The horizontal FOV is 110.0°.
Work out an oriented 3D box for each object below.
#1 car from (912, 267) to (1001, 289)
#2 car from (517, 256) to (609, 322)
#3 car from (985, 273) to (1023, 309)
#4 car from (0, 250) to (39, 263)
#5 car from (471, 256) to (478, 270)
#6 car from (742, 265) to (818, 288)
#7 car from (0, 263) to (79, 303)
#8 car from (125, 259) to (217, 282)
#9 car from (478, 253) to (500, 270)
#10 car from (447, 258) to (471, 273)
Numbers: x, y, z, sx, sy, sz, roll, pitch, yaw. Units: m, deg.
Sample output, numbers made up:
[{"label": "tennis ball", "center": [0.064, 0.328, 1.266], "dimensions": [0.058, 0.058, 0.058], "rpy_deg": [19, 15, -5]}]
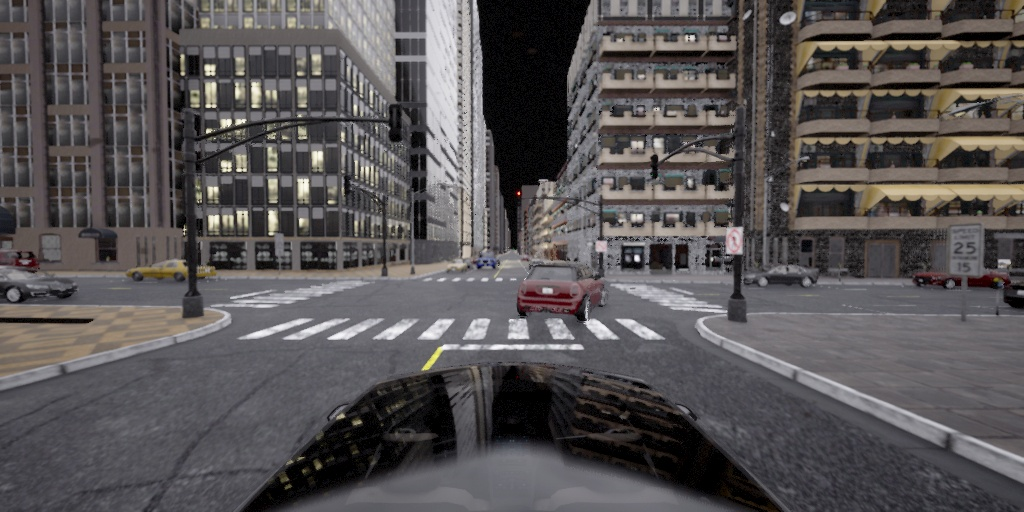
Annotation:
[{"label": "car", "center": [27.415, 1.283, 22.047], "dimensions": [4.507, 1.381, 1.888], "rpy_deg": [0, 0, 1]}, {"label": "car", "center": [1.875, 1.006, 12.256], "dimensions": [2.097, 1.767, 4.553], "rpy_deg": [1, 1, 23]}, {"label": "car", "center": [21.740, 1.469, 13.759], "dimensions": [4.313, 1.339, 1.948], "rpy_deg": [0, 0, 1]}, {"label": "car", "center": [-33.571, 0.530, 23.027], "dimensions": [5.009, 1.841, 2.192], "rpy_deg": [0, 0, 1]}, {"label": "car", "center": [-5.607, 0.949, 42.739], "dimensions": [1.948, 1.339, 4.313], "rpy_deg": [0, 0, 0]}, {"label": "car", "center": [16.350, 1.196, 22.224], "dimensions": [4.403, 1.370, 2.007], "rpy_deg": [0, 0, 1]}, {"label": "car", "center": [-20.261, 1.095, 14.463], "dimensions": [4.403, 1.370, 2.007], "rpy_deg": [0, 0, 1]}, {"label": "car", "center": [-21.624, 0.848, 22.798], "dimensions": [4.829, 1.417, 1.751], "rpy_deg": [0, 0, 1]}, {"label": "car", "center": [-3.007, 0.599, 43.275], "dimensions": [2.150, 2.045, 5.566], "rpy_deg": [0, 1, 0]}, {"label": "car", "center": [-5.619, 0.959, 36.915], "dimensions": [1.751, 1.417, 4.829], "rpy_deg": [0, 0, 0]}]
